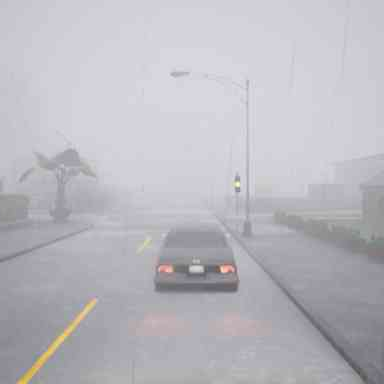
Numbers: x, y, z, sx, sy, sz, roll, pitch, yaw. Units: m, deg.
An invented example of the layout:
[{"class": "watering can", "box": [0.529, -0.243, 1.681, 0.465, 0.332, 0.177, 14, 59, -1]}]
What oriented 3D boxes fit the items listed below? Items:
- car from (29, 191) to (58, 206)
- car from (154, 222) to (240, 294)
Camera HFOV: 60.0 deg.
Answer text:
[{"class": "car", "box": [-19.743, 0.871, 43.943, 1.905, 1.878, 3.866, 0, 0, 35]}, {"class": "car", "box": [0.100, 1.524, 8.899, 2.033, 1.411, 5.357, 0, 0, 0]}]
